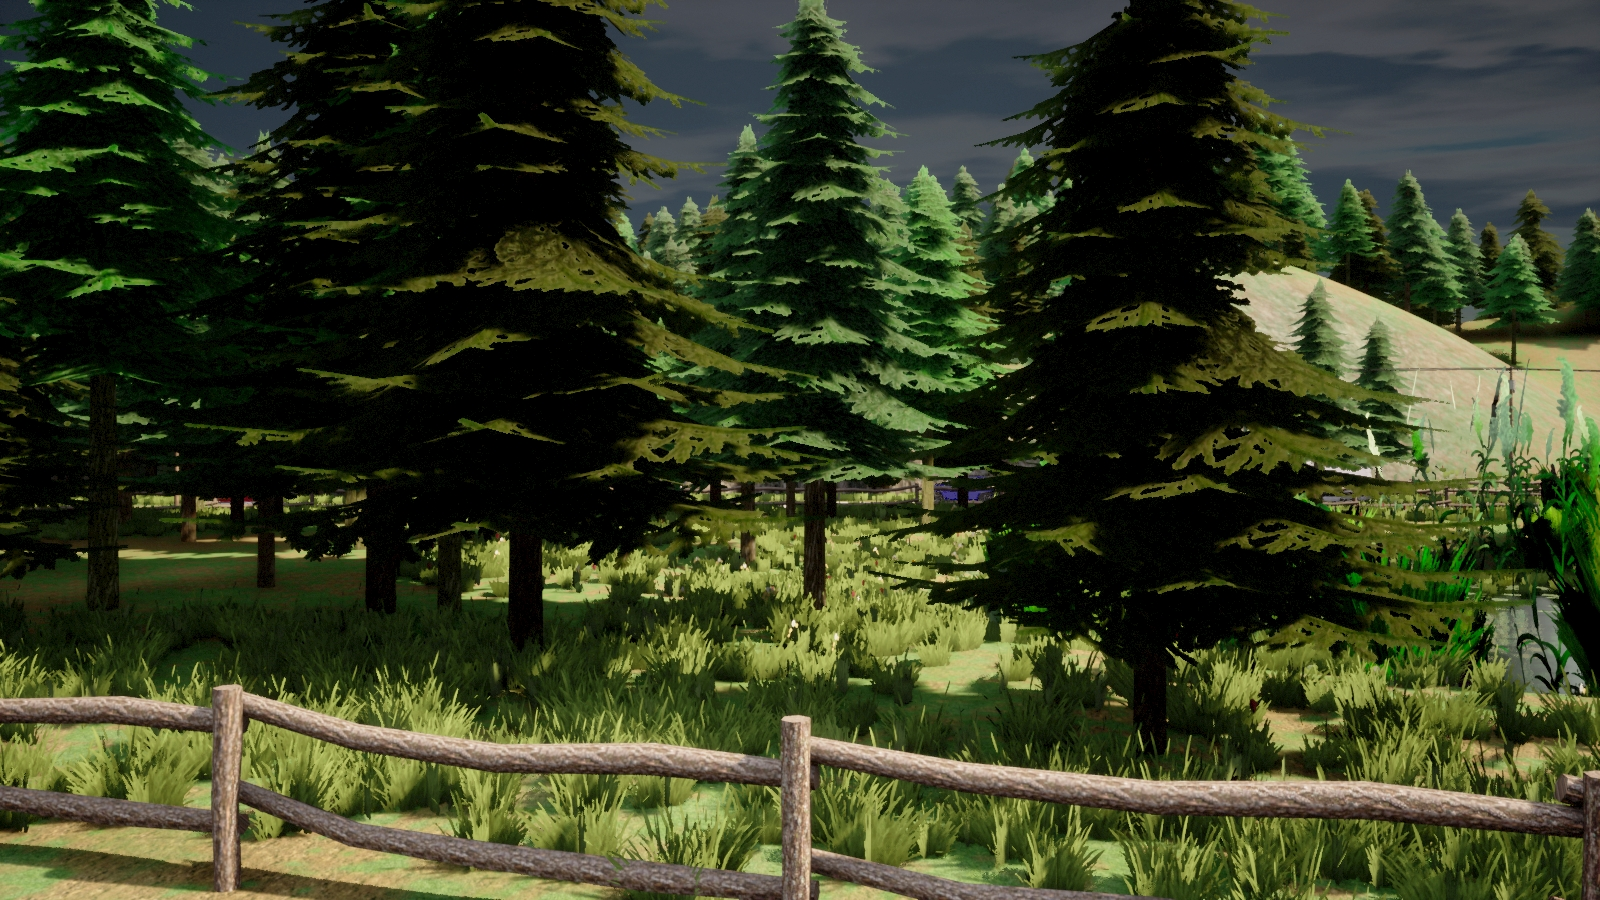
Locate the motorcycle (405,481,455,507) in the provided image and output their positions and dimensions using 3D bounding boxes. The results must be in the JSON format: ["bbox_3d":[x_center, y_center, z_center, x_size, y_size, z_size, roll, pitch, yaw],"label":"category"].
[{"bbox_3d":[-18.333,2.178,56.625,2.209,1.251,0.867,0,0,14],"label":"motorcycle"}]

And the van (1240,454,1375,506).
[{"bbox_3d":[25.730,1.532,58.078,5.915,2.561,1.988,0,0,7],"label":"van"}]
